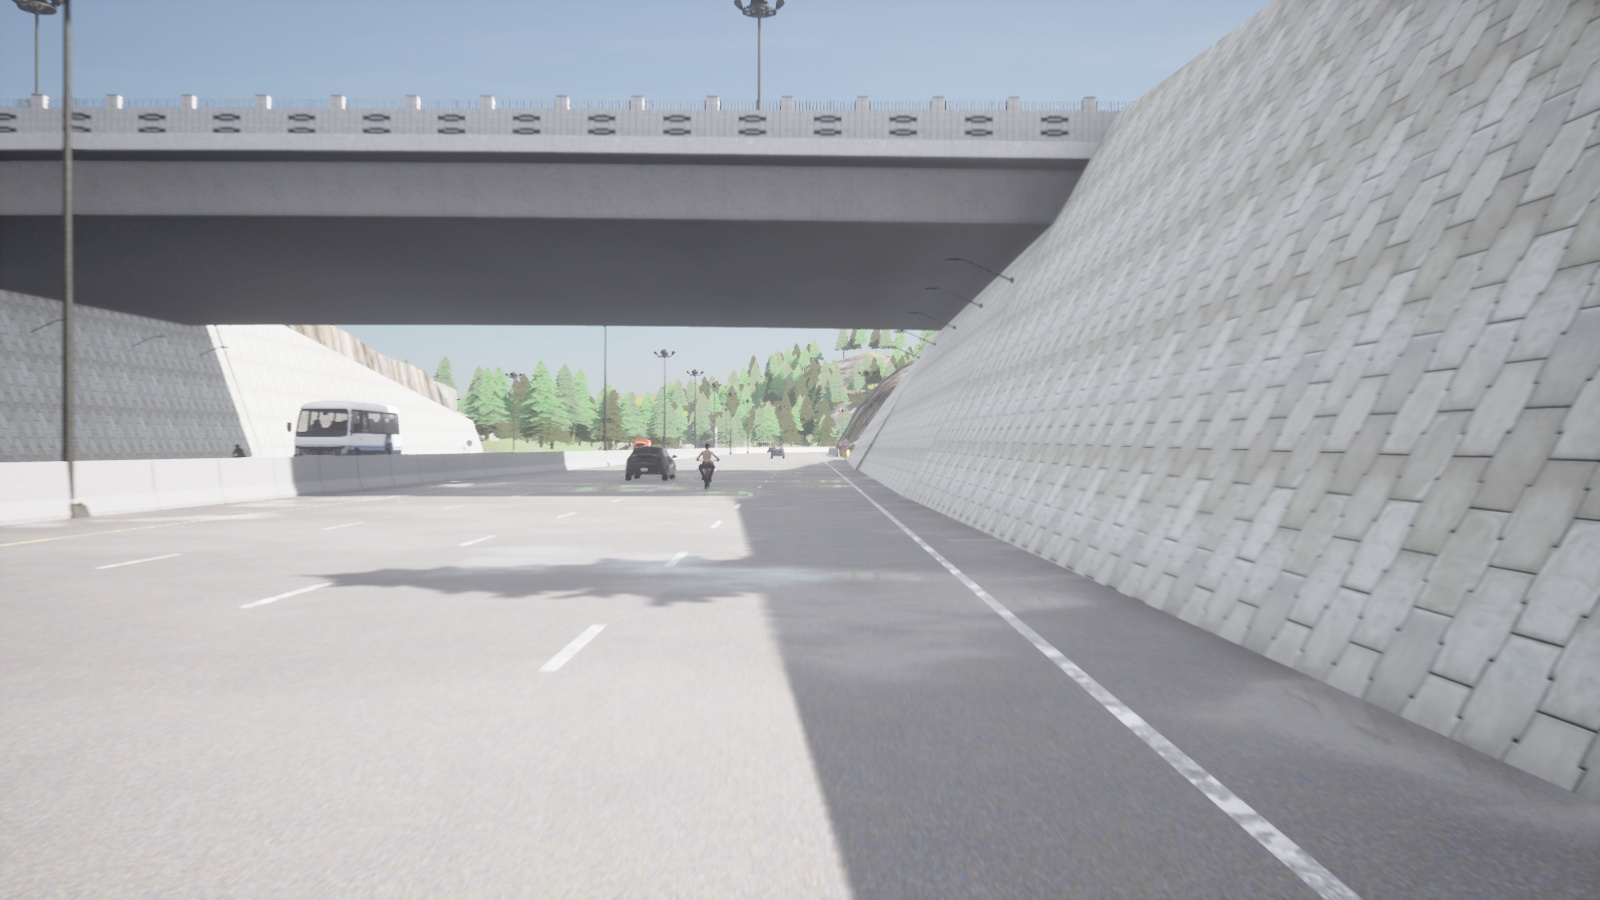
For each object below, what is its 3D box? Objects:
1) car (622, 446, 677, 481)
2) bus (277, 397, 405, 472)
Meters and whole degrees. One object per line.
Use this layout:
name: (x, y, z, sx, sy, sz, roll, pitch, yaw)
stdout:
car: (-6.664, 0.581, 56.037, 1.837, 1.490, 4.892, 0, 0, 0)
bus: (-27.568, -0.877, 76.159, 3.944, 4.253, 10.273, 0, 0, 0)
